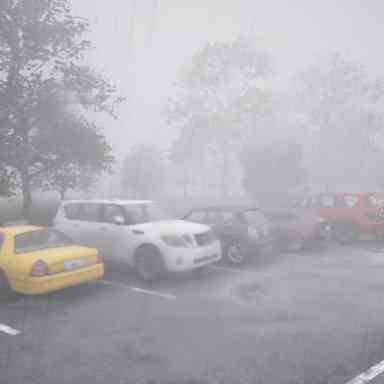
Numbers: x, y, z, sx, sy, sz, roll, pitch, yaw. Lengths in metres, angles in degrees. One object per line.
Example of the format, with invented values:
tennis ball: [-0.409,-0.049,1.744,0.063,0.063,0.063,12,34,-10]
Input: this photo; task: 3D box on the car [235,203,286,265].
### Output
car: [0.562,1.293,11.532,4.553,1.767,2.185,-1,0,35]

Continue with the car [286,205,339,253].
car: [2.958,1.402,13.257,4.792,1.488,2.163,-1,0,35]

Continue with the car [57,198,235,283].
car: [-1.876,1.204,9.833,5.566,2.045,2.435,-1,-1,35]

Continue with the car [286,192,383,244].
car: [5.403,1.064,14.941,5.566,2.045,2.435,-1,0,35]

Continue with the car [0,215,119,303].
car: [-4.491,1.483,8.227,5.366,1.575,1.946,-1,0,35]
